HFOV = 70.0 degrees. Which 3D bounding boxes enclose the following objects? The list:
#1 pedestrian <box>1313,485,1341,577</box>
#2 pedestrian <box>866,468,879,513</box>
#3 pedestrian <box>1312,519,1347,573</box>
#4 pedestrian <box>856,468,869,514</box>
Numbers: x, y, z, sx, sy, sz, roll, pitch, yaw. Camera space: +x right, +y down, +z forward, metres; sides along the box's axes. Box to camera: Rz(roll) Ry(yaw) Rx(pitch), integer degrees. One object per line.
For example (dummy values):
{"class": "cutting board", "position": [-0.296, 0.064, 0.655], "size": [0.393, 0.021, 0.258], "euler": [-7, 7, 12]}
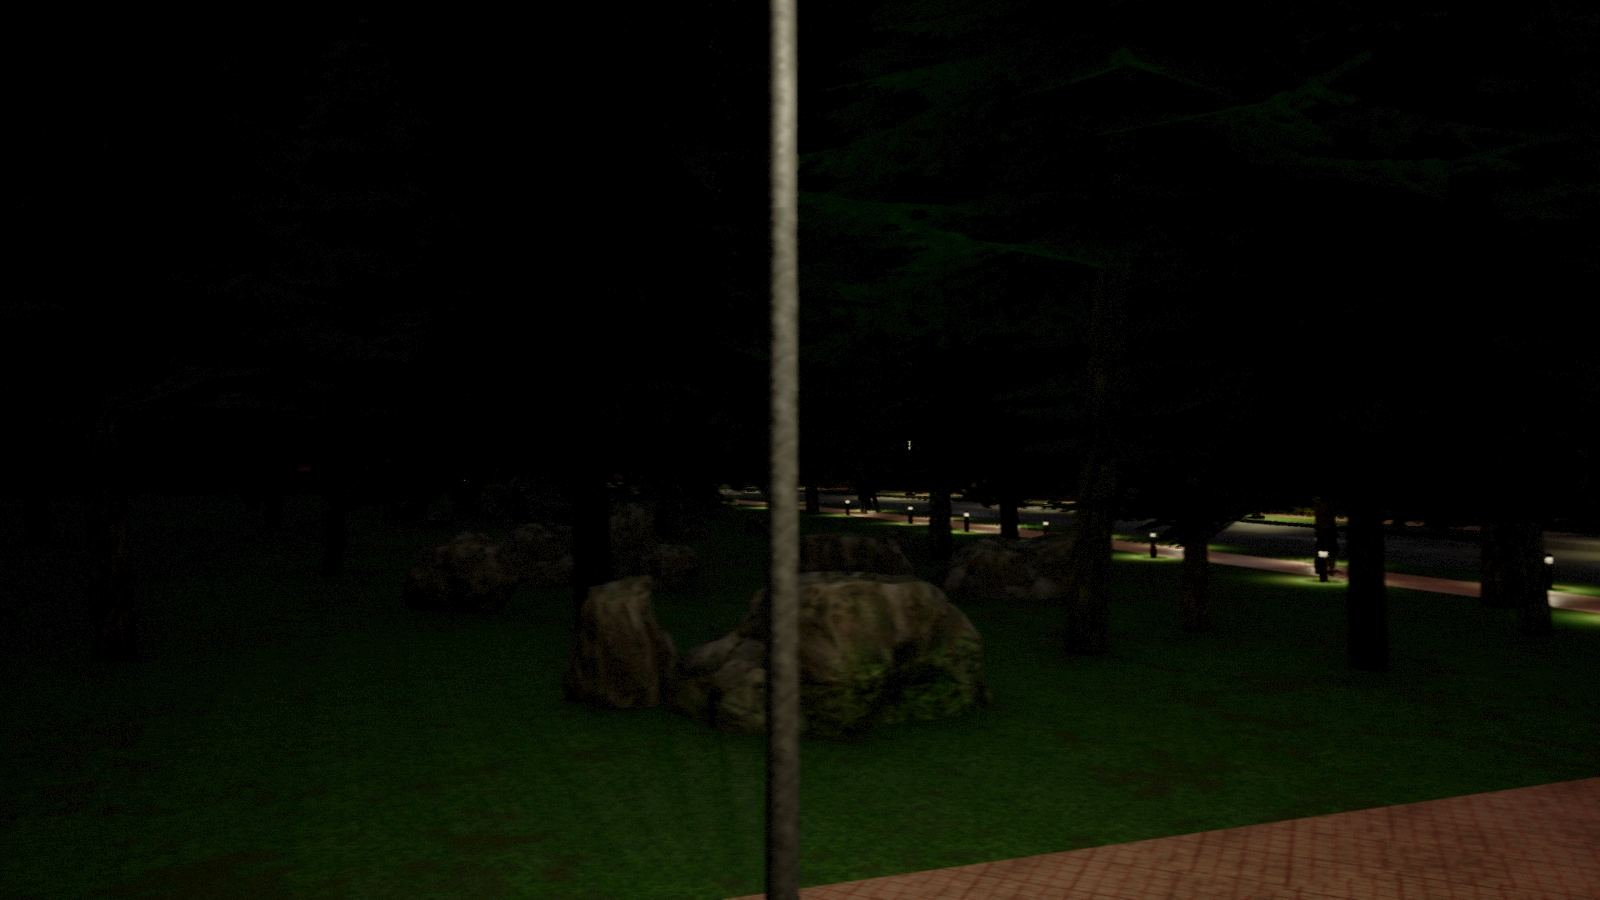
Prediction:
{"class": "pedestrian", "position": [10.884, 1.662, 23.588], "size": [0.375, 1.860, 0.375], "euler": [0, 0, -20]}
{"class": "pedestrian", "position": [2.968, 1.662, 47.027], "size": [0.375, 1.860, 0.375], "euler": [0, 0, -40]}
{"class": "pedestrian", "position": [11.297, 2.042, 24.377], "size": [0.500, 1.100, 0.500], "euler": [0, 0, -7]}
{"class": "pedestrian", "position": [2.556, 1.665, 46.534], "size": [0.375, 1.860, 0.375], "euler": [0, 0, -30]}
